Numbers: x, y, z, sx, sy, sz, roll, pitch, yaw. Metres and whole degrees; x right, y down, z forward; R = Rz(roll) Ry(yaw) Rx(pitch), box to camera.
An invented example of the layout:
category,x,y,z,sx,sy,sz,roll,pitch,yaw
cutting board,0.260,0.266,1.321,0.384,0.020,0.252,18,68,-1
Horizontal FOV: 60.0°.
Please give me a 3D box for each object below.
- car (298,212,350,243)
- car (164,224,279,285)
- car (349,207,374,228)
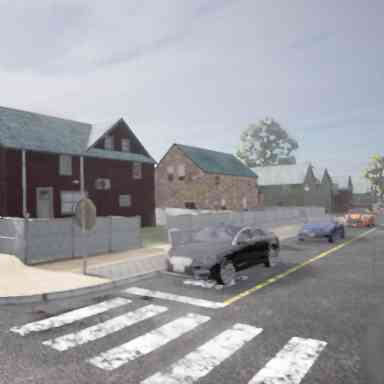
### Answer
category,x,y,z,sx,sy,sz,roll,pitch,yaw
car,7.779,2.106,19.793,1.812,1.442,4.674,-2,-3,35
car,1.145,1.797,10.631,2.128,1.511,4.902,-3,-3,38
car,14.974,2.240,29.940,2.097,1.767,4.553,-2,-3,35
